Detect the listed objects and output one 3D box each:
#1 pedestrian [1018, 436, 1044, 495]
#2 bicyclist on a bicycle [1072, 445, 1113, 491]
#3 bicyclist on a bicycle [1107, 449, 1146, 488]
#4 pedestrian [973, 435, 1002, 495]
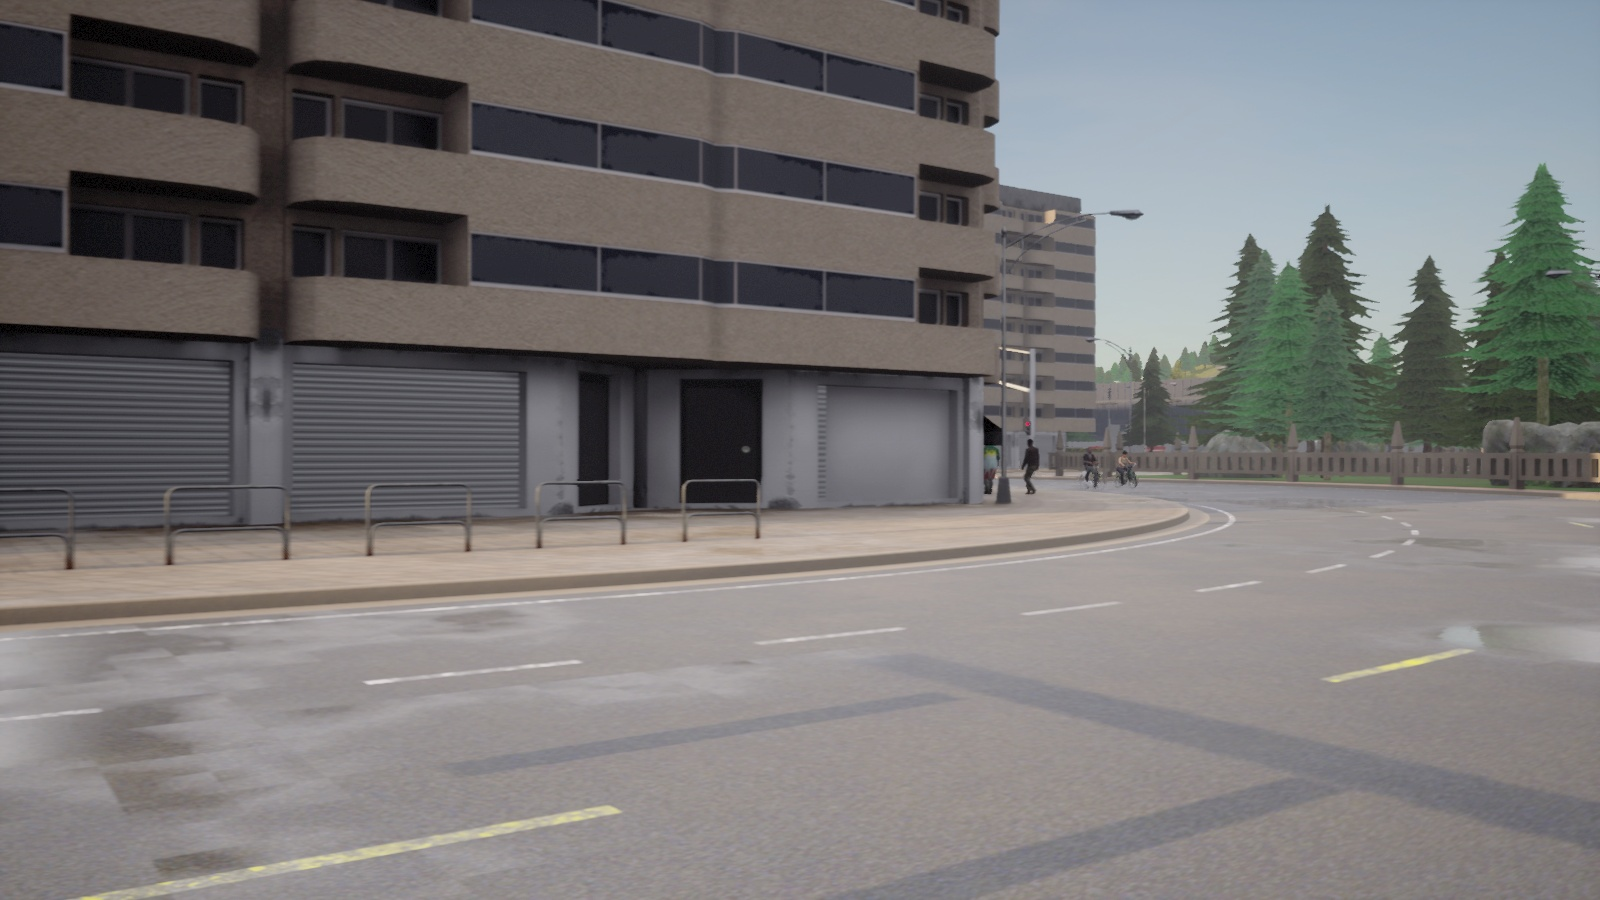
[{"bbox_3d":[7.295,0.478,39.641,0.431,1.840,0.703,0,0,-34],"label":"pedestrian"},{"bbox_3d":[11.523,0.712,49.476,0.659,1.776,1.843,-1,0,-19],"label":"bicyclist on a bicycle"},{"bbox_3d":[13.852,0.783,53.313,0.866,1.612,1.509,-1,0,-23],"label":"bicyclist on a bicycle"},{"bbox_3d":[6.108,0.486,40.893,0.659,1.952,0.873,0,0,-13],"label":"pedestrian"}]
